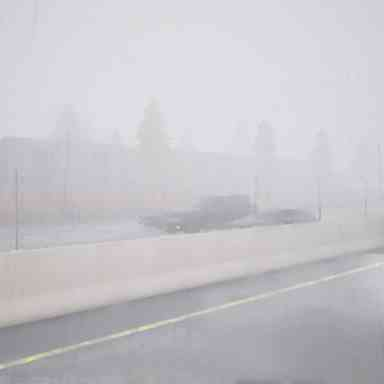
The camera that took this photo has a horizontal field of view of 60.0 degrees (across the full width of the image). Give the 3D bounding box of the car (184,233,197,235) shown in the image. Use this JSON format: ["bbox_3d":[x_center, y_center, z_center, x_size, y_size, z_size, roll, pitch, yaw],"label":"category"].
[{"bbox_3d":[0.874,1.162,17.513,5.566,2.045,2.150,0,0,-35],"label":"car"}]

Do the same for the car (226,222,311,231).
[{"bbox_3d":[3.714,1.440,15.240,4.892,1.490,1.837,0,0,-35],"label":"car"}]
